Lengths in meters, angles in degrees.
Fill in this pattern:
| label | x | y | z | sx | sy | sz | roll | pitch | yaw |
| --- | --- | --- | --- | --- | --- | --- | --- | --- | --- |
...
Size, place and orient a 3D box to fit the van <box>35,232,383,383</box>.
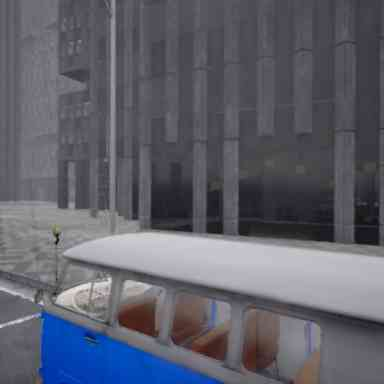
| label | x | y | z | sx | sy | sz | roll | pitch | yaw |
| --- | --- | --- | --- | --- | --- | --- | --- | --- | --- |
| van | 0.383 | 1.333 | 2.693 | 3.998 | 1.788 | 1.690 | 1 | 0 | 35 |
